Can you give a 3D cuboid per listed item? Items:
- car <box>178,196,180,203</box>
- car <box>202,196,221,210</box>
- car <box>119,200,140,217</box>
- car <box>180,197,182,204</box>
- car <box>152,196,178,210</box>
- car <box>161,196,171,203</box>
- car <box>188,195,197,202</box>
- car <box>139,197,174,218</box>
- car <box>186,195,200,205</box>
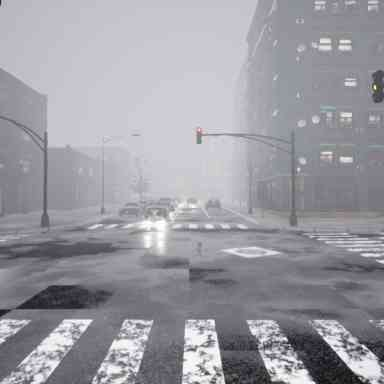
[{"bbox_3d":[-3.075,1.540,48.834,1.812,1.442,4.674,0,0,0],"label":"car"},{"bbox_3d":[2.720,1.452,43.225,1.967,1.590,4.097,1,0,0],"label":"car"},{"bbox_3d":[-5.742,1.554,31.798,1.887,1.381,4.507,1,0,0],"label":"car"},{"bbox_3d":[-2.979,1.539,64.056,1.882,1.535,5.008,0,0,0],"label":"car"},{"bbox_3d":[-3.083,1.363,38.965,2.097,1.767,4.553,0,0,0],"label":"car"},{"bbox_3d":[-5.654,1.604,71.600,1.802,1.307,4.206,1,0,0],"label":"car"},{"bbox_3d":[0.022,1.378,69.892,1.812,1.442,4.674,0,0,0],"label":"car"},{"bbox_3d":[-3.087,1.500,29.946,2.128,1.511,4.902,0,0,0],"label":"car"},{"bbox_3d":[0.020,1.495,59.466,1.882,1.535,5.008,0,0,0],"label":"car"}]
